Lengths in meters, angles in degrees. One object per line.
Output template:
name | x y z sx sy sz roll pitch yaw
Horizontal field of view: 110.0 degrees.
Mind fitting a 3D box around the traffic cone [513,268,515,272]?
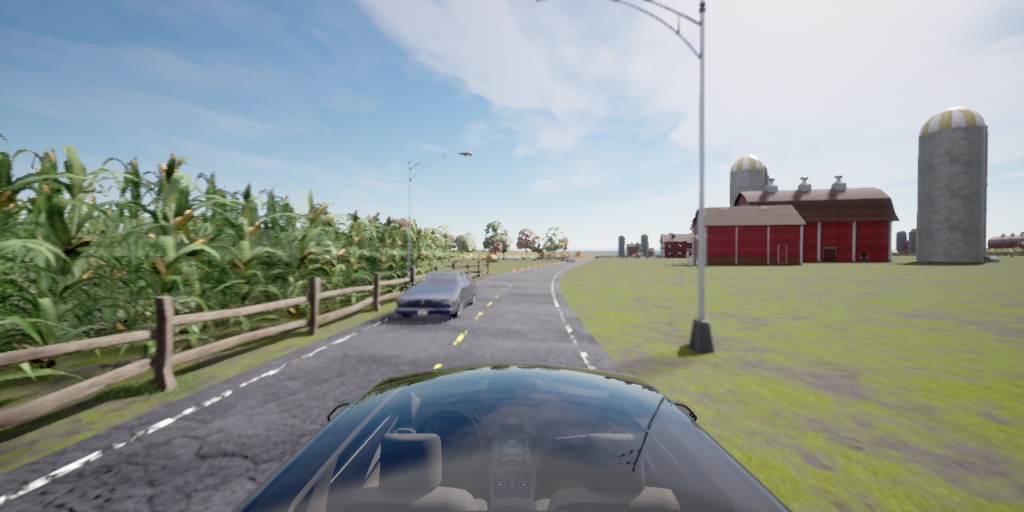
traffic cone | 0.215 1.598 41.698 0.340 0.580 0.340 0 0 11

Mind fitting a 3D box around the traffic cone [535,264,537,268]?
traffic cone | 3.723 1.549 56.410 0.340 0.580 0.340 0 0 14

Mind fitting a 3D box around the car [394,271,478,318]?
car | -2.461 1.274 13.141 2.033 1.411 5.357 0 0 3

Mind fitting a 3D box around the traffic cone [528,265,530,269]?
traffic cone | 2.475 1.565 51.563 0.340 0.580 0.340 0 0 14

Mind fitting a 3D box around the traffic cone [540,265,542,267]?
traffic cone | 4.969 1.533 61.252 0.340 0.580 0.340 0 0 14

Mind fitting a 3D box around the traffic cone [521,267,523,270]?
traffic cone | 1.284 1.581 46.645 0.340 0.580 0.340 0 0 13
